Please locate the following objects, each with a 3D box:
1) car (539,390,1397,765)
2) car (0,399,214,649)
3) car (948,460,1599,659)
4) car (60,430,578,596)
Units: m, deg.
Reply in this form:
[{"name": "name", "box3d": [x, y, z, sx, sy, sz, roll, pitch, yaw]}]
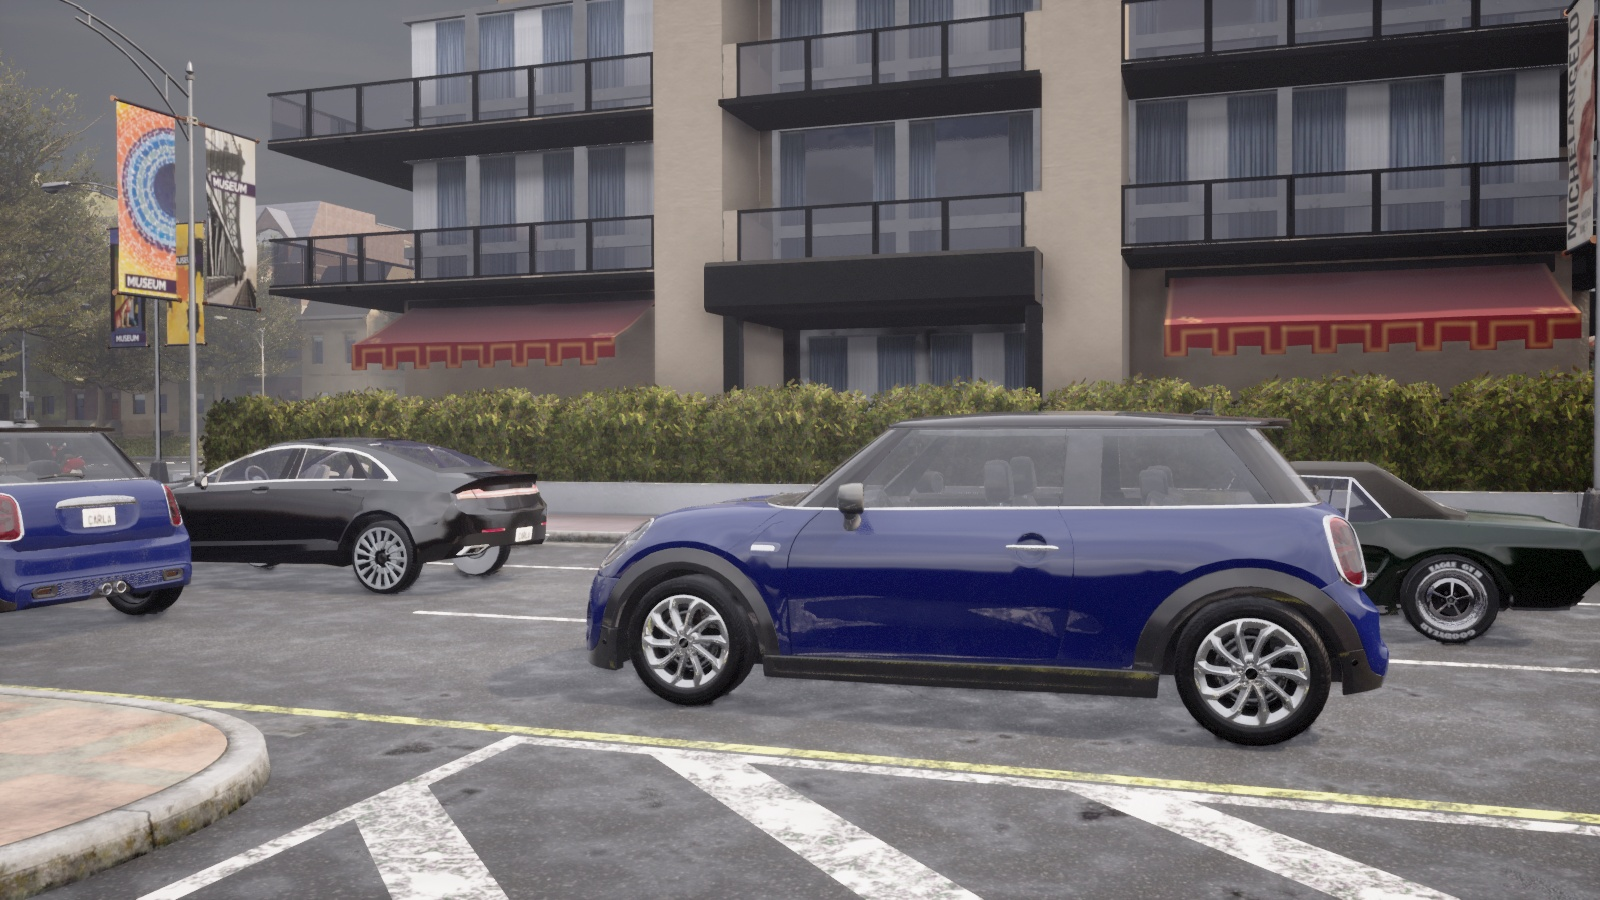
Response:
[{"name": "car", "box3d": [0.966, 0.567, 7.615, 4.553, 1.767, 2.097, 1, 1, 18]}, {"name": "car", "box3d": [-7.503, 0.489, 10.465, 4.553, 1.767, 2.097, 1, 1, 19]}, {"name": "car", "box3d": [3.746, 0.775, 10.374, 4.718, 1.301, 1.895, 1, 1, 19]}, {"name": "car", "box3d": [-5.065, 0.550, 13.338, 4.902, 1.511, 2.128, 1, 1, 19]}]
